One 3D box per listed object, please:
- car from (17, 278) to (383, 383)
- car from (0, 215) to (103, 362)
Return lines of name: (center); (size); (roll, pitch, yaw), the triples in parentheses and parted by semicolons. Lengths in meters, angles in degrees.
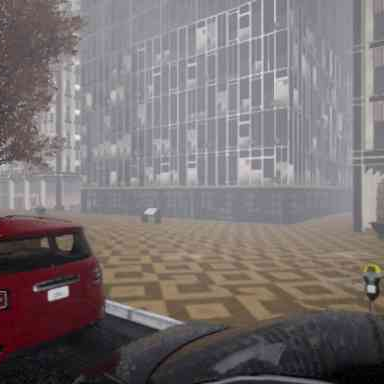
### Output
car: (0.933, 1.566, 2.213); (4.313, 1.339, 1.947); (0, 0, 36)
car: (-3.563, 1.309, 5.421); (5.009, 1.841, 2.192); (0, 0, 36)
